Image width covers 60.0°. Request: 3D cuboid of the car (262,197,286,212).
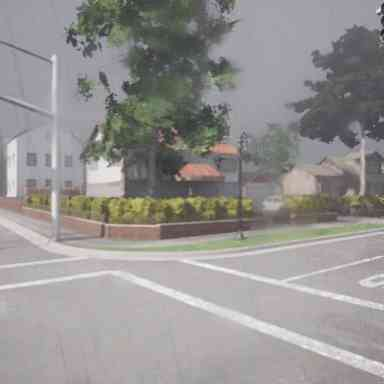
[{"bbox_3d":[8.465,1.201,31.174,1.970,1.475,3.806,0,0,-36],"label":"car"}]
